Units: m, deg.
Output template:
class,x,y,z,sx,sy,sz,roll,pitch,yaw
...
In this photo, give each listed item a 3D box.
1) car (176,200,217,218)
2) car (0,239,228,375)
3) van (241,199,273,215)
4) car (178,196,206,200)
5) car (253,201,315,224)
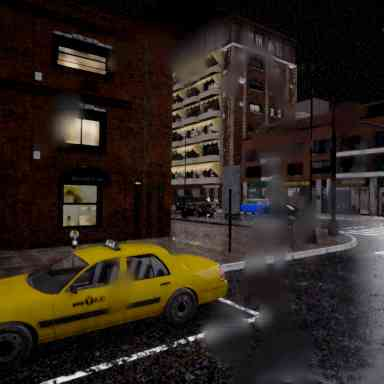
class,x,y,z,sx,sy,sz,roll,pitch,yaw
car,0.231,1.732,31.886,1.947,1.339,4.313,1,-1,-35
car,-1.595,1.526,5.572,4.829,1.417,1.752,0,1,-35
van,7.129,1.657,36.646,1.690,1.788,3.998,1,-1,-35
car,0.367,1.471,36.273,2.150,2.045,5.566,1,-2,-34
car,7.325,1.654,26.181,1.812,1.442,4.674,1,-1,-35
